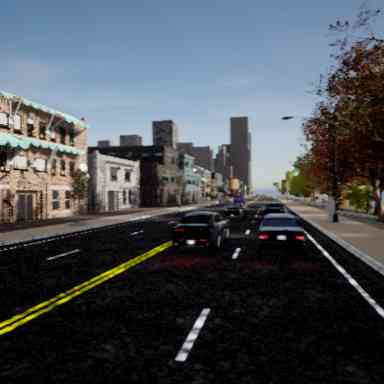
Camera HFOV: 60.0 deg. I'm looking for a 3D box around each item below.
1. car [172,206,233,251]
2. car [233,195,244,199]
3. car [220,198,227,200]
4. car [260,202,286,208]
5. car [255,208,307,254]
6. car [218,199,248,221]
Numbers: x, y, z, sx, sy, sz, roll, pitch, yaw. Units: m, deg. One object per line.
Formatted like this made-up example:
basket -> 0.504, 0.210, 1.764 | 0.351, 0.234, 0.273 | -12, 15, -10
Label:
car -> 0.506, 1.616, 14.785 | 1.837, 1.490, 4.892 | -1, 0, 13
car -> 9.957, 1.645, 70.743 | 2.150, 2.045, 5.566 | -1, 0, 13
car -> 6.800, 1.989, 71.495 | 2.128, 1.511, 4.902 | -1, 0, 13
car -> 7.023, 1.644, 28.707 | 1.837, 1.490, 4.892 | -1, 0, 13
car -> 3.604, 1.610, 13.764 | 2.033, 1.411, 5.357 | -1, 0, 13
car -> 3.850, 1.672, 29.413 | 2.128, 1.511, 4.902 | -1, 0, 13
